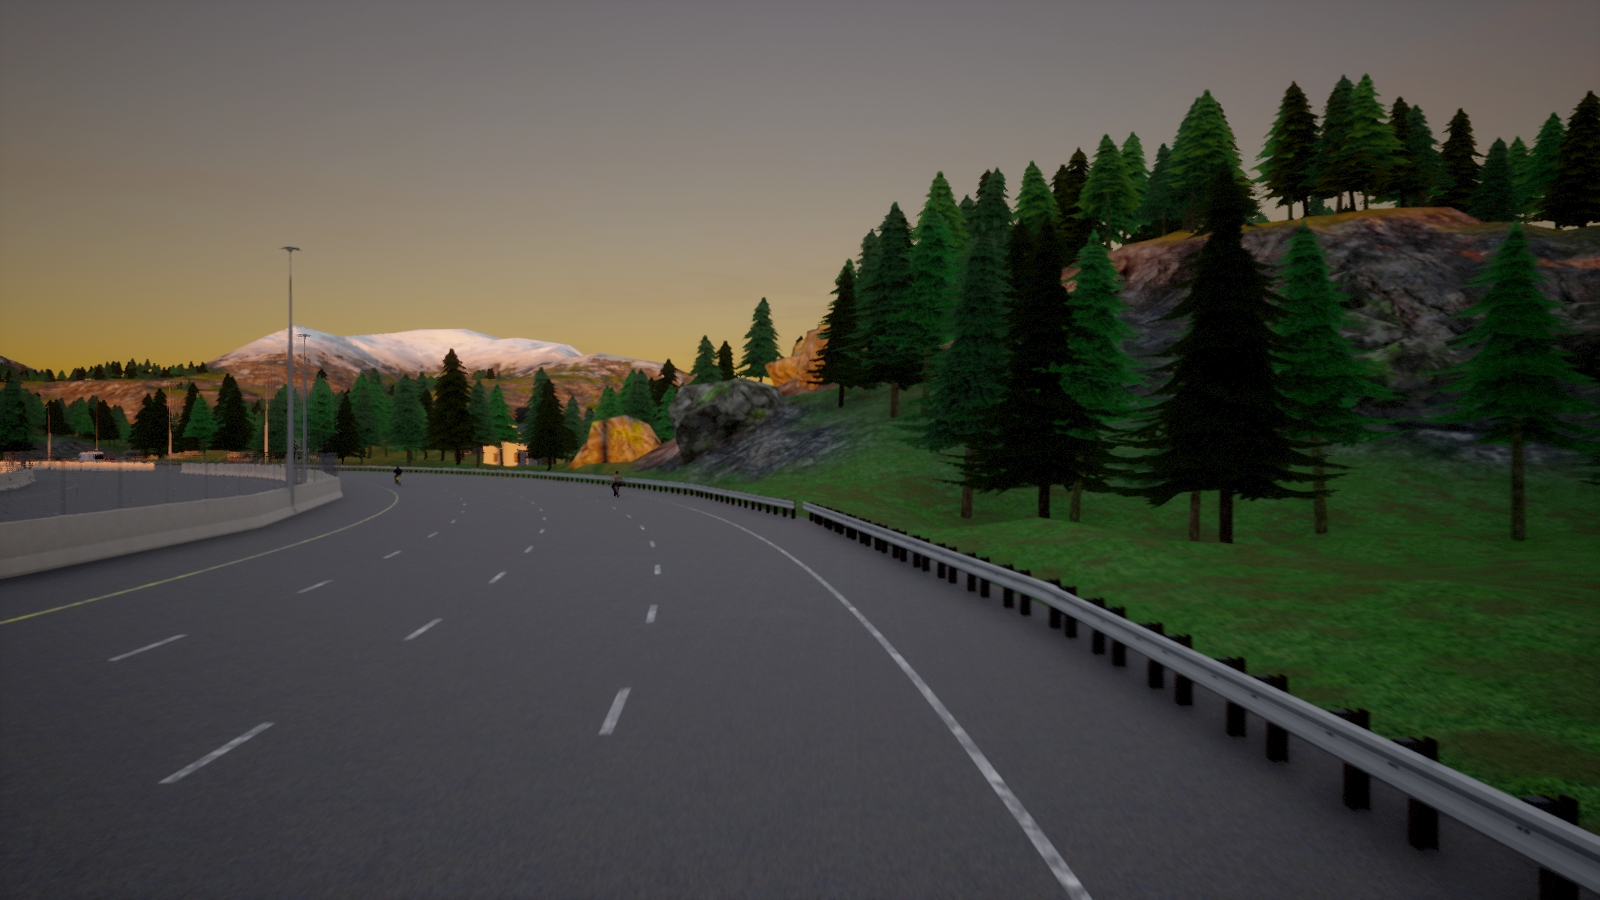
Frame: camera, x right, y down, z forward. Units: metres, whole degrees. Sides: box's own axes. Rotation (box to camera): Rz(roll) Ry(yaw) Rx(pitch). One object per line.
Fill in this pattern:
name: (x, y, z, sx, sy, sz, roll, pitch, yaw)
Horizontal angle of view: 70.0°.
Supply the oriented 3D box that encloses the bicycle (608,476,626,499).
bicycle: (-10.715, 2.157, 66.785, 0.859, 1.295, 1.487, 0, 0, -17)
